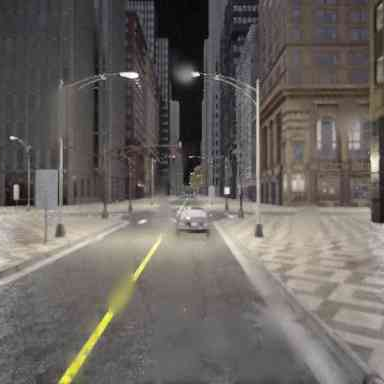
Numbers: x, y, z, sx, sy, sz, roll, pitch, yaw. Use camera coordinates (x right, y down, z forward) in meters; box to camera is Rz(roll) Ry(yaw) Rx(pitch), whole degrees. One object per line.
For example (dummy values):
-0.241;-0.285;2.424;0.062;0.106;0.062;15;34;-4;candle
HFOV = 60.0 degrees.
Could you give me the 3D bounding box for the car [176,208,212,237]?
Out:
0.094;1.548;17.941;2.033;1.411;5.357;0;0;0;car
